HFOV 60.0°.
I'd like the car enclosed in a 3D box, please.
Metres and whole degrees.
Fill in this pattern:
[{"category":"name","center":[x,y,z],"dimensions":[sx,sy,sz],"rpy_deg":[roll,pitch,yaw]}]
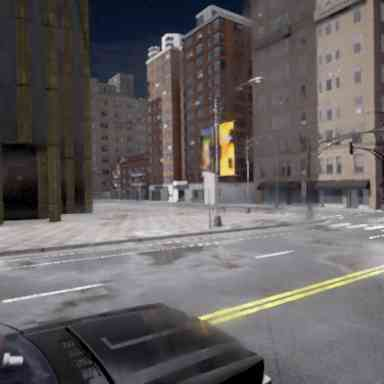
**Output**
[{"category":"car","center":[-1.619,1.602,2.285],"dimensions":[4.718,1.301,1.895],"rpy_deg":[-1,0,-35]}]
